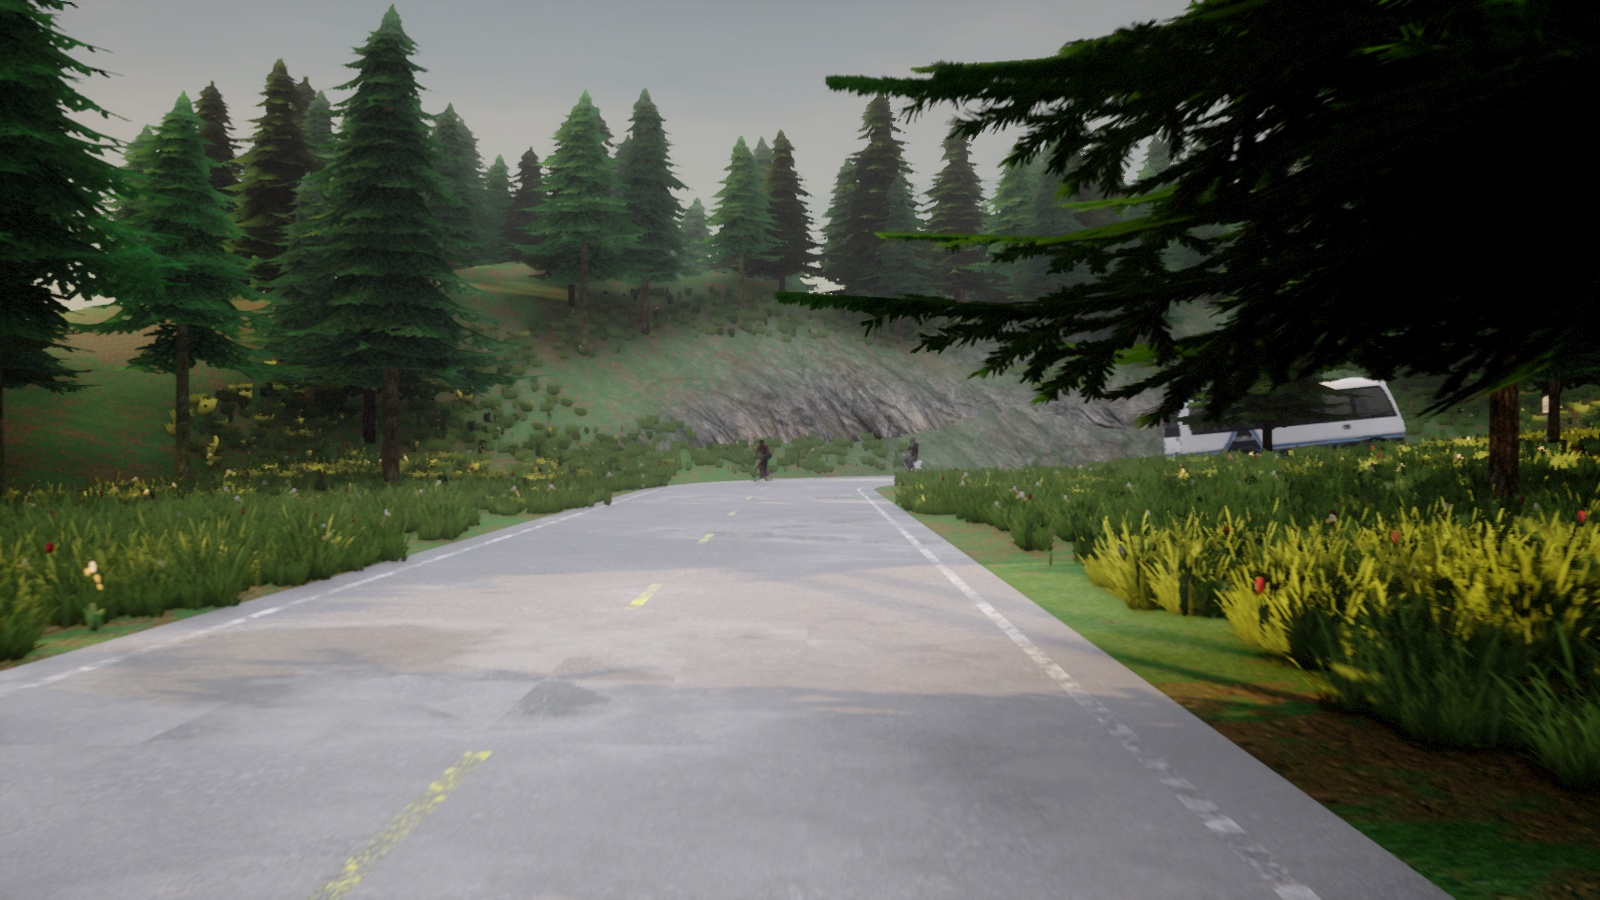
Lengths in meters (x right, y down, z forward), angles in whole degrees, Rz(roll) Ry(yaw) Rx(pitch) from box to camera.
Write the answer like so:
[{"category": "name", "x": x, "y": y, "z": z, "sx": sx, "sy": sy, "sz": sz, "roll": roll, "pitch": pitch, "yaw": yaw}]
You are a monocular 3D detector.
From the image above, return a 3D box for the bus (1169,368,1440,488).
[{"category": "bus", "x": 22.534, "y": -0.925, "z": 56.643, "sx": 10.273, "sy": 4.253, "sz": 3.944, "roll": -5, "pitch": -1, "yaw": 2}]

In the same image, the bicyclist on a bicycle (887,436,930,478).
[{"category": "bicyclist on a bicycle", "x": 4.704, "y": 0.314, "z": 54.471, "sx": 1.843, "sy": 1.776, "sz": 0.659, "roll": 0, "pitch": 1, "yaw": -37}]
